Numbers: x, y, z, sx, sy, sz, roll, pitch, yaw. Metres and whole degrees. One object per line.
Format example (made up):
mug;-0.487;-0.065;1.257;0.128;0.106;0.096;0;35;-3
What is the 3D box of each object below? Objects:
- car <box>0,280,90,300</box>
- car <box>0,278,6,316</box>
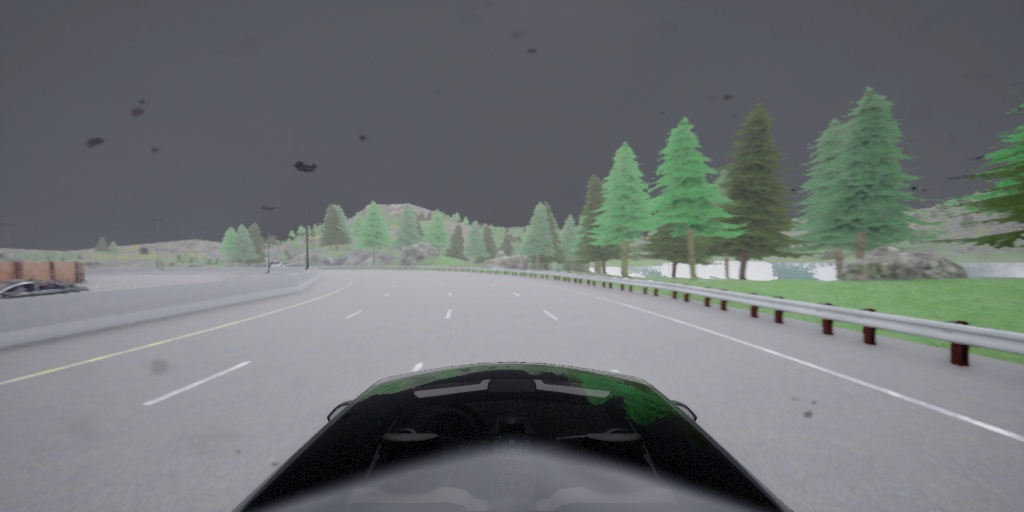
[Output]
car;-18.134;1.640;12.792;2.128;1.511;4.902;-1;0;-8
car;-21.597;1.676;12.287;1.882;1.535;5.008;-1;0;-8
